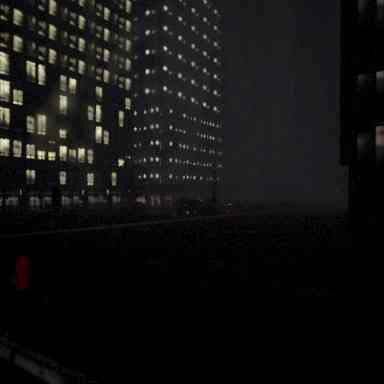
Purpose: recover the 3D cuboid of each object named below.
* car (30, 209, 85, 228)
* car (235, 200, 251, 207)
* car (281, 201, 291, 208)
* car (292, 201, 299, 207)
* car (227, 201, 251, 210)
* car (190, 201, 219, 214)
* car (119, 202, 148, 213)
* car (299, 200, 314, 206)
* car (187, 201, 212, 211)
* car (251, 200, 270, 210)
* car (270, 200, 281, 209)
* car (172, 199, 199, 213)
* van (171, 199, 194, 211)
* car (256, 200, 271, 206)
[{"bbox_3d":[-10.664,2.055,26.728,2.008,1.369,4.403,0,-1,35],"label":"car"},{"bbox_3d":[11.316,2.534,73.290,1.802,1.307,4.206,0,-1,35],"label":"car"},{"bbox_3d":[18.198,2.450,68.510,1.967,1.590,4.097,0,-1,35],"label":"car"},{"bbox_3d":[21.416,2.631,73.143,1.947,1.339,4.313,0,-1,35],"label":"car"},{"bbox_3d":[7.902,2.343,58.387,2.128,1.511,4.902,0,0,35],"label":"car"},{"bbox_3d":[2.104,2.296,45.337,1.947,1.339,4.313,0,-1,35],"label":"car"},{"bbox_3d":[-7.992,2.057,45.493,1.967,1.590,4.097,0,-1,35],"label":"car"},{"bbox_3d":[28.310,2.663,83.632,1.882,1.535,5.008,0,0,35],"label":"car"},{"bbox_3d":[1.236,2.283,54.085,1.812,1.442,4.674,0,-1,35],"label":"car"},{"bbox_3d":[11.760,2.464,59.240,1.947,1.339,4.313,0,-1,35],"label":"car"},{"bbox_3d":[14.979,2.536,63.874,1.802,1.307,4.206,0,-1,35],"label":"car"},{"bbox_3d":[-0.018,1.938,46.960,2.150,2.045,5.566,0,0,35],"label":"car"},{"bbox_3d":[-1.557,2.070,54.760,1.690,1.788,3.998,0,-1,35],"label":"van"},{"bbox_3d":[17.751,2.629,82.557,1.947,1.339,4.313,0,-1,35],"label":"car"}]
